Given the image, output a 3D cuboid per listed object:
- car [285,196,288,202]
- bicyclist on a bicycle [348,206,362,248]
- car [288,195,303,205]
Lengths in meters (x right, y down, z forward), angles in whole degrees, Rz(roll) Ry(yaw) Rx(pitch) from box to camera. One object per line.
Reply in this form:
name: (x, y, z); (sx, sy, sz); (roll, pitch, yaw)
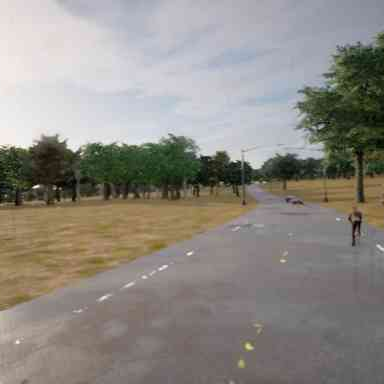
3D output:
car: (22.031, 1.514, 74.657); (1.882, 1.535, 5.008); (-2, 0, 11)
bicyclist on a bicycle: (6.698, 1.418, 13.608); (0.582, 1.620, 1.656); (-2, -1, 19)
car: (18.998, 1.640, 60.393); (1.895, 1.301, 4.718); (-2, 0, 13)
